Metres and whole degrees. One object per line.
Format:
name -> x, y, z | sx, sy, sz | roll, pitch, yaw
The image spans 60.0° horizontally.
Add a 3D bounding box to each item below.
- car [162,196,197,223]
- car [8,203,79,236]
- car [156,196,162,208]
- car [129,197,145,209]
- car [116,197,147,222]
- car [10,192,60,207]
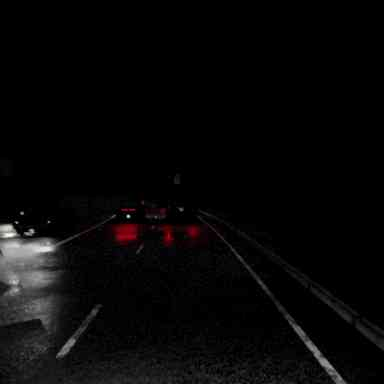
car -> -0.887, 1.186, 23.911 | 2.097, 1.767, 4.553 | 0, 0, -5
car -> -7.626, 1.484, 17.794 | 1.895, 1.301, 4.718 | 0, 0, -4
car -> -3.412, 1.189, 41.739 | 2.128, 1.511, 4.902 | 0, 0, -11
car -> -6.927, 1.296, 41.602 | 1.895, 1.301, 4.718 | 0, 0, -11
car -> -4.450, 1.336, 24.533 | 1.837, 1.490, 4.892 | 0, 1, -5
car -> -11.675, 1.045, 25.109 | 2.150, 2.045, 5.566 | 0, 0, -5
